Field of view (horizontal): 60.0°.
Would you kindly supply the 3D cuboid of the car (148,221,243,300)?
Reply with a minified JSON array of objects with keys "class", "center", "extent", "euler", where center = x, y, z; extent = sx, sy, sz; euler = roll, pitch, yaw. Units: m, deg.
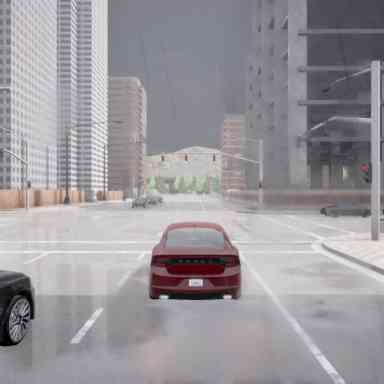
[{"class":"car","center":[0.064,1.478,8.447],"extent":[1.882,1.535,5.008],"euler":[0,0,0]}]

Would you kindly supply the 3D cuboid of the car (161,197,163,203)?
[{"class":"car","center":[-6.886,1.547,67.061],"extent":[2.033,1.411,5.357],"euler":[0,0,1]}]

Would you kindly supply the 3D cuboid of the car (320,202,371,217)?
[{"class":"car","center":[13.922,1.564,30.275],"extent":[4.181,1.385,1.994],"euler":[0,0,0]}]

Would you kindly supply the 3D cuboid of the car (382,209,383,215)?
[{"class":"car","center":[18.473,1.221,26.747],"extent":[5.566,2.045,2.150],"euler":[0,0,0]}]

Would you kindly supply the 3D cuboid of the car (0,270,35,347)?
[{"class":"car","center":[-3.449,1.492,3.442],"extent":[2.128,1.511,4.902],"euler":[0,0,0]}]

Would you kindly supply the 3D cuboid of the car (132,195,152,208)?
[{"class":"car","center":[-7.248,1.505,46.959],"extent":[1.837,1.490,4.892],"euler":[0,0,1]}]

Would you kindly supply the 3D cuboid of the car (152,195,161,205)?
[{"class":"car","center":[-7.094,1.352,56.792],"extent":[2.097,1.767,4.553],"euler":[0,0,1]}]
